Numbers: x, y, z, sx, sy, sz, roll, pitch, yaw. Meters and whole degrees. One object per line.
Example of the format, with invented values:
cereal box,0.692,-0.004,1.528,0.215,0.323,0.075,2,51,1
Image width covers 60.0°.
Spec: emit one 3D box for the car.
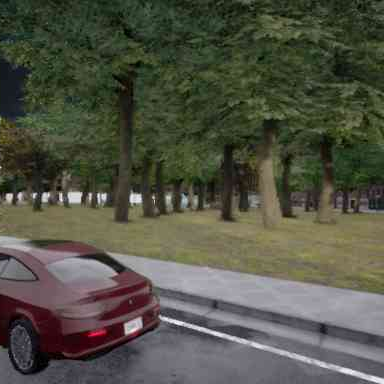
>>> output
car,-2.616,1.532,5.548,4.674,1.442,1.812,0,0,35
